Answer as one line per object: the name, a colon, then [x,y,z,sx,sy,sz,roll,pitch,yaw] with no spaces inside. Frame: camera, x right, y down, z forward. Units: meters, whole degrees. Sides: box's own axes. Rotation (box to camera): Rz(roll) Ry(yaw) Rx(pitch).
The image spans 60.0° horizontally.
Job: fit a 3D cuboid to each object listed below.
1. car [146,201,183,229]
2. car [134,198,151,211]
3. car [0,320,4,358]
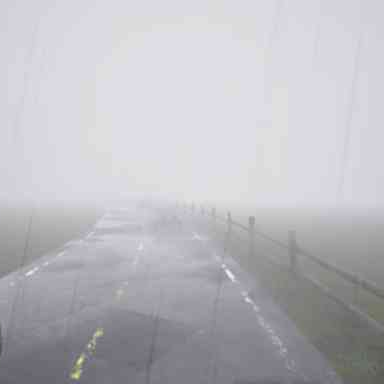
car: [-1.739,1.553,21.860,2.033,1.411,5.357,0,0,-9]
car: [-5.806,1.470,39.806,1.837,1.490,4.892,1,0,-16]
car: [-2.920,1.593,1.348,1.895,1.301,4.718,0,0,-1]
